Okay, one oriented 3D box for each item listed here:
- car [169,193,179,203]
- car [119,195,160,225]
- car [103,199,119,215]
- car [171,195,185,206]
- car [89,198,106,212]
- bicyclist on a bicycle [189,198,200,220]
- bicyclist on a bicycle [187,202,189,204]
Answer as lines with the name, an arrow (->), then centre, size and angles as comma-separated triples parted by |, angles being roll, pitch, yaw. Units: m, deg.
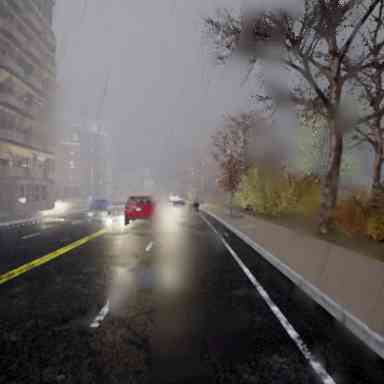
car -> -3.942, 1.245, 73.482 | 2.150, 2.045, 5.566 | 0, 0, -6
car -> -3.616, 1.238, 24.541 | 2.150, 2.045, 5.566 | 0, 0, -2
car -> -7.492, 1.628, 34.536 | 1.895, 1.301, 4.718 | 0, 0, -3
car -> -2.155, 1.621, 54.737 | 1.895, 1.301, 4.718 | 0, 0, -4
car -> -11.071, 1.513, 40.423 | 1.882, 1.535, 5.008 | 0, 0, -3
bicyclist on a bicycle -> 0.347, 1.381, 26.758 | 0.659, 1.776, 1.843 | 0, 0, -2
bicyclist on a bicycle -> -0.078, 1.450, 36.539 | 0.866, 1.612, 1.509 | 0, 0, -3
